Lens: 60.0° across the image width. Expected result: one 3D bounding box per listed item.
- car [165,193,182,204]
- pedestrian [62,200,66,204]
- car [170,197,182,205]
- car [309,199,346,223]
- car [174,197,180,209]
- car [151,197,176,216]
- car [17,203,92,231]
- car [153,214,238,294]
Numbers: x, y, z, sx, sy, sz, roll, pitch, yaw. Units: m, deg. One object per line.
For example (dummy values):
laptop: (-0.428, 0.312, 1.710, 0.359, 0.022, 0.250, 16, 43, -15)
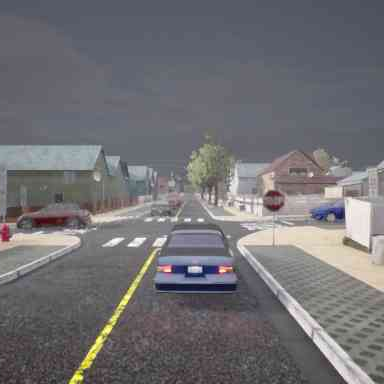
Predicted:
car: (-2.931, 1.221, 51.734, 2.150, 2.045, 5.566, 0, 0, 0)
pedestrian: (-9.728, 1.462, 25.208, 0.375, 1.860, 0.375, 0, 0, 0)
car: (-2.899, 1.596, 61.642, 1.895, 1.301, 4.718, 0, 0, 0)
car: (10.487, 1.188, 22.415, 5.008, 1.535, 1.882, -2, -1, -2)
car: (-2.906, 1.603, 41.762, 1.895, 1.301, 4.718, 0, 0, 0)
car: (-2.882, 1.528, 32.706, 1.812, 1.442, 4.674, 0, 0, 0)
car: (-9.189, 1.597, 22.292, 4.553, 1.767, 2.097, -2, -1, 0)
car: (0.122, 1.550, 8.953, 2.033, 1.411, 5.357, 0, 0, 1)
